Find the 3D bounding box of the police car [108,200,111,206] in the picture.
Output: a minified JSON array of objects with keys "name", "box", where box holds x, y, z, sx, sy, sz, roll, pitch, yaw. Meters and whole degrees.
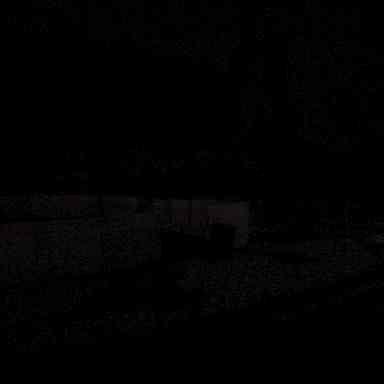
[{"name":"police car","box":[-11.003,0.935,40.113,2.038,1.542,4.974,1,0,-36]}]
